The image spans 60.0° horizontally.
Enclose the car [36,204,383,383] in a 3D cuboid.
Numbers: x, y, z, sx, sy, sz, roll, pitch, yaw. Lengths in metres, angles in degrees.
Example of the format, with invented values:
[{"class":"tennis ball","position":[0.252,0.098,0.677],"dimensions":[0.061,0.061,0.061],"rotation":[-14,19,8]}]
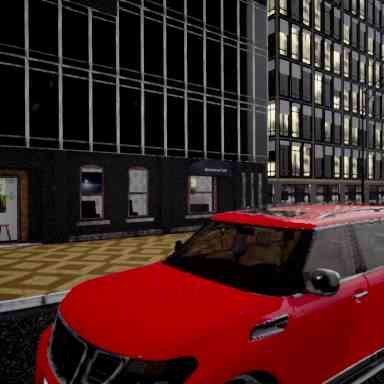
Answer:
[{"class":"car","position":[1.141,1.221,4.186],"dimensions":[5.566,2.045,2.150],"rotation":[0,0,-35]}]

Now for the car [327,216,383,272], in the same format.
[{"class":"car","position":[6.595,1.580,11.242],"dimensions":[4.206,1.307,1.802],"rotation":[0,0,-35]}]
